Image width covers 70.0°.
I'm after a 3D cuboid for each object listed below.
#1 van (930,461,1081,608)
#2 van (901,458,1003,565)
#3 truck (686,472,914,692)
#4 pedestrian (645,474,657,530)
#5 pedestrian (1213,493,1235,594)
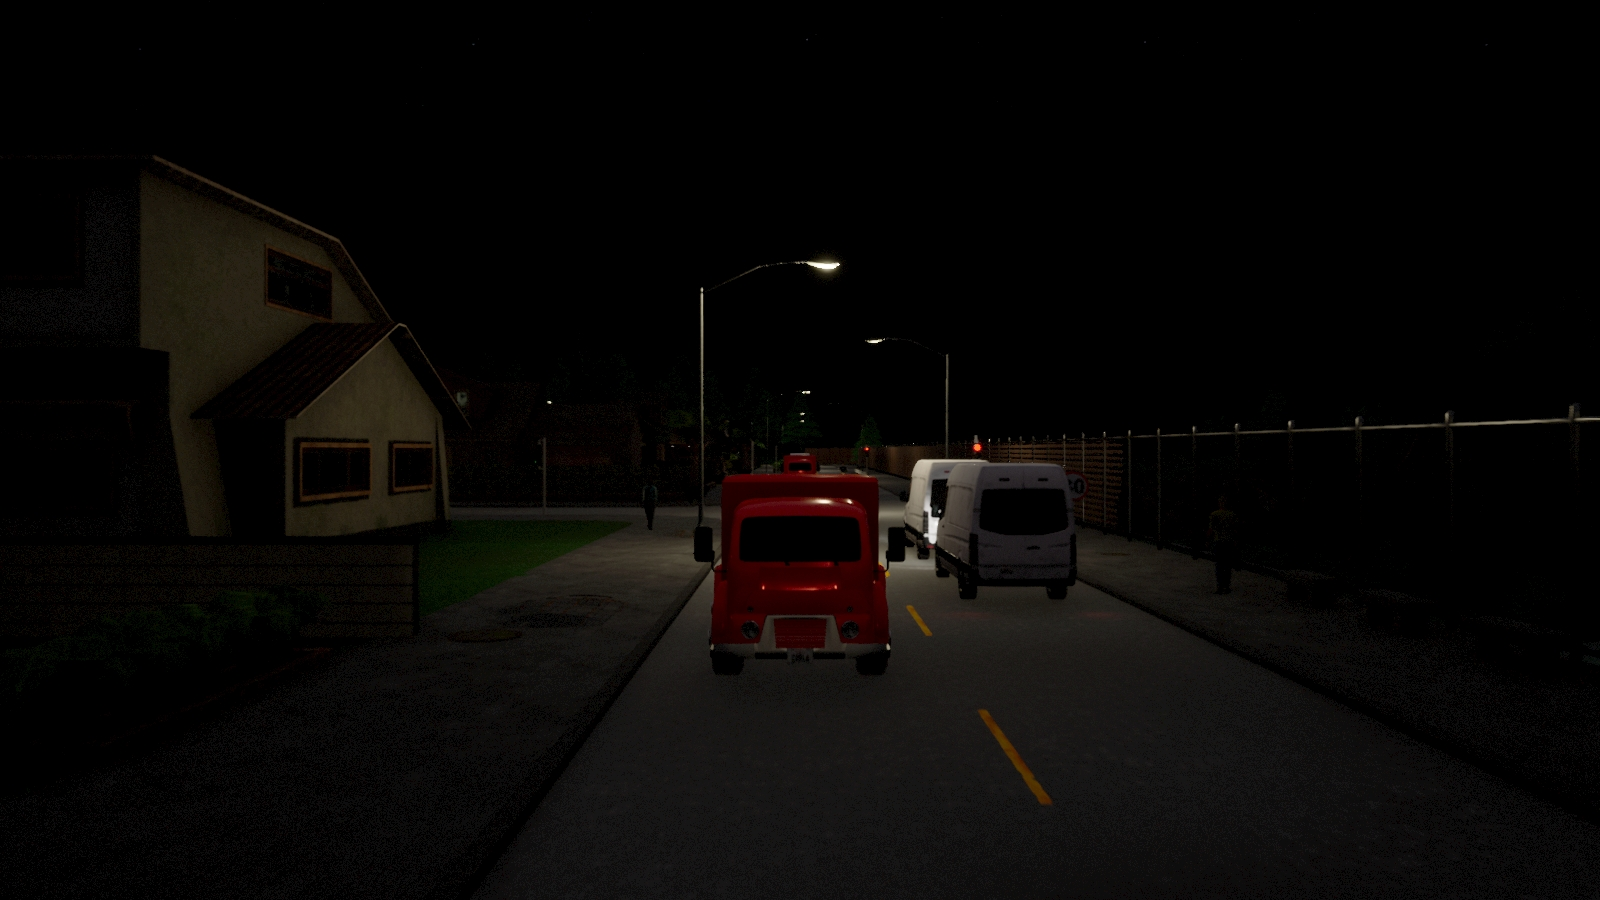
[{"bbox_3d":[3.995,1.534,23.289,1.988,2.561,5.915,0,0,0],"label":"van"},{"bbox_3d":[3.994,1.535,31.046,1.988,2.561,5.915,0,0,0],"label":"van"},{"bbox_3d":[-0.002,1.573,15.760,2.627,2.467,5.204,0,0,0],"label":"truck"},{"bbox_3d":[-4.984,1.738,38.199,0.375,1.860,0.375,0,0,-4],"label":"pedestrian"},{"bbox_3d":[7.964,1.746,21.485,0.375,1.860,0.375,0,0,19],"label":"pedestrian"}]
